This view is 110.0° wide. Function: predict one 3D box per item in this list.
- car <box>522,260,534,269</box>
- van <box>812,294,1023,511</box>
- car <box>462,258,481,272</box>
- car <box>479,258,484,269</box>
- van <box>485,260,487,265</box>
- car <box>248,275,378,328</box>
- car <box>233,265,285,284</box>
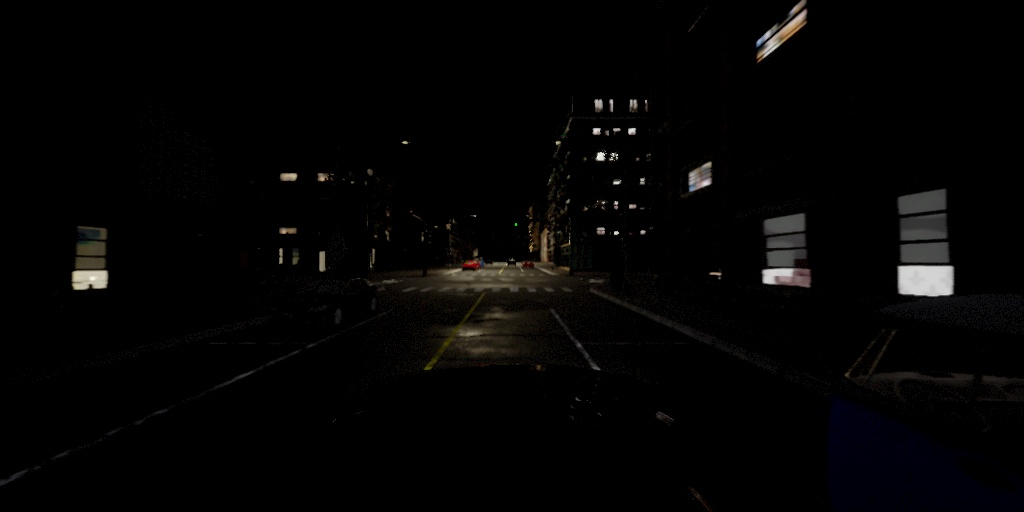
[{"bbox_3d":[2.673,1.317,60.785,1.967,1.591,4.097,0,0,0],"label":"car"},{"bbox_3d":[2.692,1.089,0.578,1.690,1.789,3.998,0,0,0],"label":"van"},{"bbox_3d":[-5.781,1.397,49.352,1.888,1.381,4.507,0,0,0],"label":"car"},{"bbox_3d":[-5.707,1.409,55.034,1.888,1.381,4.507,0,0,0],"label":"car"},{"bbox_3d":[-5.708,1.217,60.722,1.690,1.789,3.998,0,0,0],"label":"van"},{"bbox_3d":[-5.693,1.321,11.397,2.007,1.370,4.403,0,0,0],"label":"car"},{"bbox_3d":[-19.302,1.416,26.639,4.507,1.381,1.888,0,0,1],"label":"car"}]
